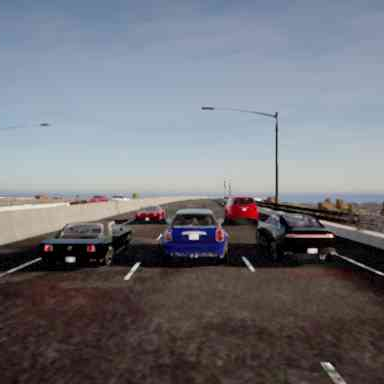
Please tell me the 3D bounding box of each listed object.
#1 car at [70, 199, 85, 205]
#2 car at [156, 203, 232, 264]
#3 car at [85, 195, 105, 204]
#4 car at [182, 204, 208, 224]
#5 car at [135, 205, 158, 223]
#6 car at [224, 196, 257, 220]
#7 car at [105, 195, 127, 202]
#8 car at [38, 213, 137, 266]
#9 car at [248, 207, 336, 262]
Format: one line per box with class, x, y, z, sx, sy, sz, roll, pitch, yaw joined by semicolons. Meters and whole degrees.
car;-19.995;1.908;59.089;1.895;1.301;4.718;0;0;3
car;0.099;1.395;12.203;2.097;1.767;4.553;0;0;1
car;-16.503;1.527;58.909;2.150;2.045;5.566;0;0;3
car;0.264;1.713;26.600;1.895;1.301;4.718;0;0;1
car;-3.236;1.713;26.647;1.895;1.301;4.718;0;0;1
car;3.751;1.333;26.059;2.150;2.045;5.566;0;0;1
car;-13.011;1.526;58.777;2.150;2.045;5.566;0;0;3
car;-3.410;1.642;11.679;1.895;1.301;4.718;0;0;1
car;3.601;1.536;12.258;2.128;1.511;4.902;0;0;1
